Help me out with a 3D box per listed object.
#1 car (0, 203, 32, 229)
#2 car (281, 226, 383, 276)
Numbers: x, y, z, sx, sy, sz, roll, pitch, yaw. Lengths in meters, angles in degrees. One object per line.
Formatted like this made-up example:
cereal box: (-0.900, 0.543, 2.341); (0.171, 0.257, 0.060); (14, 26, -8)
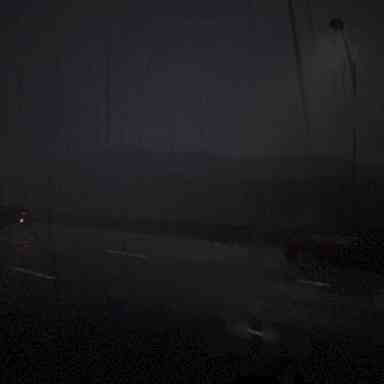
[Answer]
car: (-12.182, 1.455, 21.365); (4.892, 1.490, 1.837); (0, 0, 36)
car: (4.949, 1.598, 9.060); (4.718, 1.301, 1.895); (0, 0, 36)
